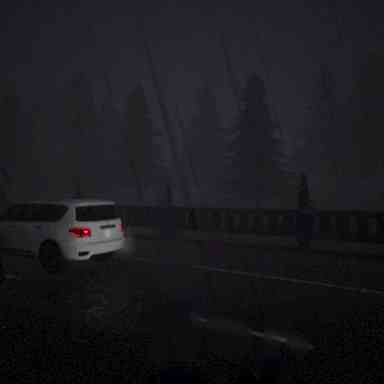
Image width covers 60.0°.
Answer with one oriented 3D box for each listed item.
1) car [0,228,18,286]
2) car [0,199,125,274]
[{"bbox_3d":[-6.265,1.596,7.630,4.181,1.385,1.994,0,0,30],"label":"car"},{"bbox_3d":[-4.734,1.247,10.807,5.566,2.045,2.150,0,0,29],"label":"car"}]
